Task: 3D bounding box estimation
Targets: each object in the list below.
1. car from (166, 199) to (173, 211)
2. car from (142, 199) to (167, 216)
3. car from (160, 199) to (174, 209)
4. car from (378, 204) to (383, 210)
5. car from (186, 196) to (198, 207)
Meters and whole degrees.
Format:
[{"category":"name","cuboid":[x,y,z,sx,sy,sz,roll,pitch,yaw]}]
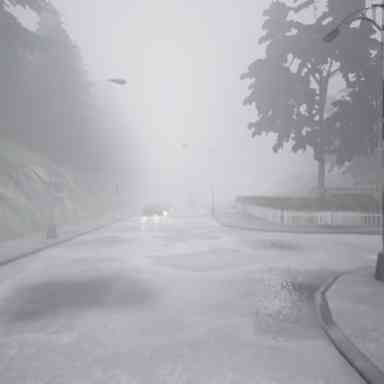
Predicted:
[{"category":"car","cuboid":[-4.087,1.869,45.017,1.994,1.385,4.181,0,0,0]},{"category":"car","cuboid":[-4.089,1.805,35.576,1.994,1.385,4.181,0,0,0]},{"category":"car","cuboid":[-4.068,1.897,54.832,1.812,1.442,4.674,0,0,1]},{"category":"car","cuboid":[15.786,1.503,29.901,1.994,1.381,4.181,0,0,0]},{"category":"car","cuboid":[-0.001,1.942,61.424,1.812,1.442,4.674,0,0,0]}]
